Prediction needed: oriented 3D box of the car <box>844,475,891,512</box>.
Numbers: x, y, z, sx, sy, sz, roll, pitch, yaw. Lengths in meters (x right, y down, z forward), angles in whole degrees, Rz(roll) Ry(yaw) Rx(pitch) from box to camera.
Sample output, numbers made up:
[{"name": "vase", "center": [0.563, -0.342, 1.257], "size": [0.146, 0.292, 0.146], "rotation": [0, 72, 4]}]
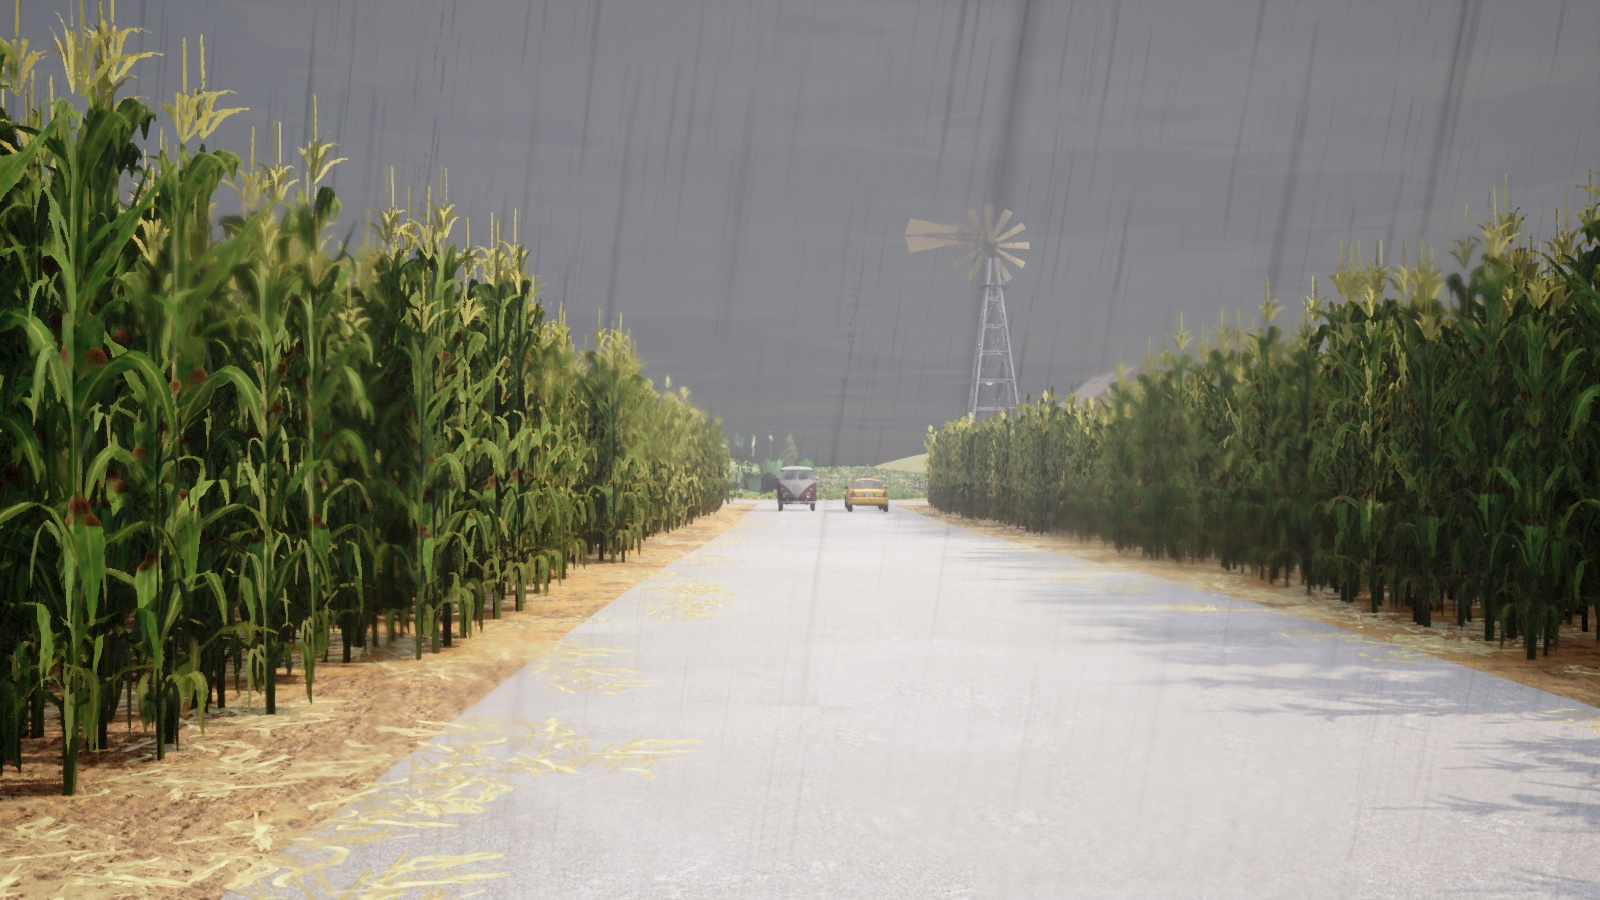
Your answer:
[{"name": "car", "center": [2.976, 1.896, 56.224], "size": [1.801, 1.575, 5.366], "rotation": [0, -1, 0]}]

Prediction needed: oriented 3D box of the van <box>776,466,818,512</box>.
[{"name": "van", "center": [-0.129, 1.725, 56.345], "size": [1.775, 1.987, 4.442], "rotation": [0, -1, 0]}]
